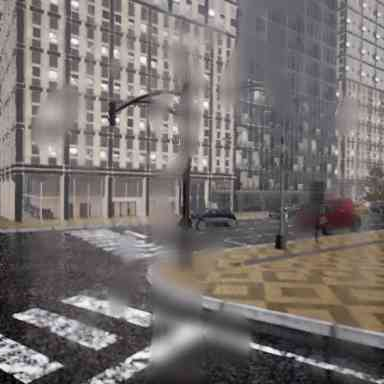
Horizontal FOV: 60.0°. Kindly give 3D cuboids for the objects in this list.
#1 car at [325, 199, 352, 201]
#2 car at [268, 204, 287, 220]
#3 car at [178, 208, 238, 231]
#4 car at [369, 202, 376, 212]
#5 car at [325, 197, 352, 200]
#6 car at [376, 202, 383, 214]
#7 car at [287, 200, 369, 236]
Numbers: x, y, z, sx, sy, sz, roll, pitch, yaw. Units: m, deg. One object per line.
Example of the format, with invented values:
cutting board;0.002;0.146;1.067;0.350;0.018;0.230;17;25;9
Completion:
car;10.306;1.711;25.532;4.553;1.767;2.097;0;1;-34
car;9.069;1.830;31.231;4.403;1.369;2.008;0;1;-34
car;1.121;1.832;22.799;4.181;1.385;1.994;0;1;-34
car;18.283;1.856;37.542;4.829;1.417;1.752;0;1;-34
car;12.814;1.545;30.802;5.566;2.045;2.150;-1;2;-34
car;23.100;1.924;40.843;4.313;1.339;1.947;0;1;-34
car;8.849;1.700;21.524;5.009;1.841;2.192;0;1;-34
